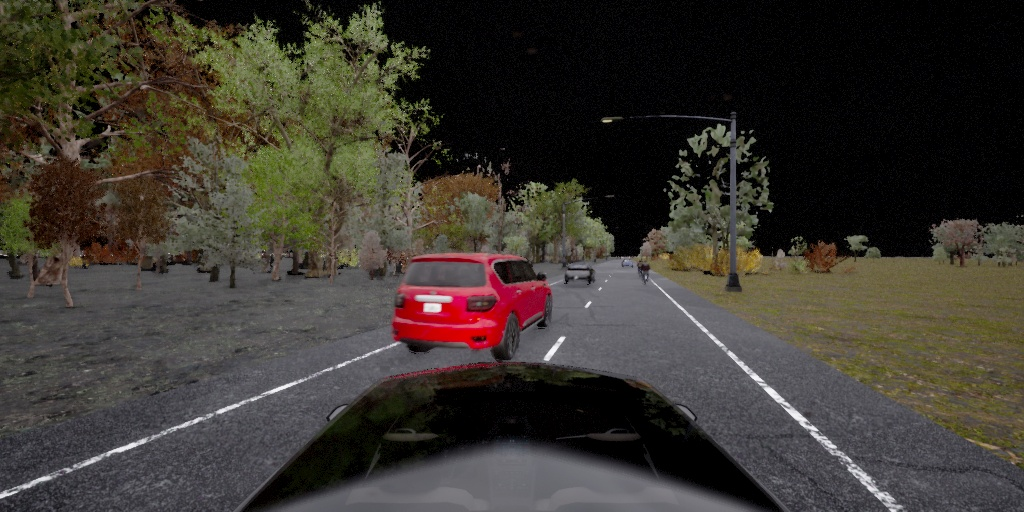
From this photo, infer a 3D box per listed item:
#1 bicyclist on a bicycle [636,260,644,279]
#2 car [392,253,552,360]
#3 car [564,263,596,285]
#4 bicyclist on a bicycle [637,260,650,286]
[{"bbox_3d":[11.427,1.209,32.000,0.582,1.620,1.656,0,0,17],"label":"bicyclist on a bicycle"},{"bbox_3d":[-0.534,0.971,8.621,2.150,2.045,5.566,0,0,18],"label":"car"},{"bbox_3d":[5.068,1.246,26.365,2.128,1.511,4.902,0,0,18],"label":"car"},{"bbox_3d":[8.777,1.125,23.611,0.659,1.776,1.843,0,0,17],"label":"bicyclist on a bicycle"}]
